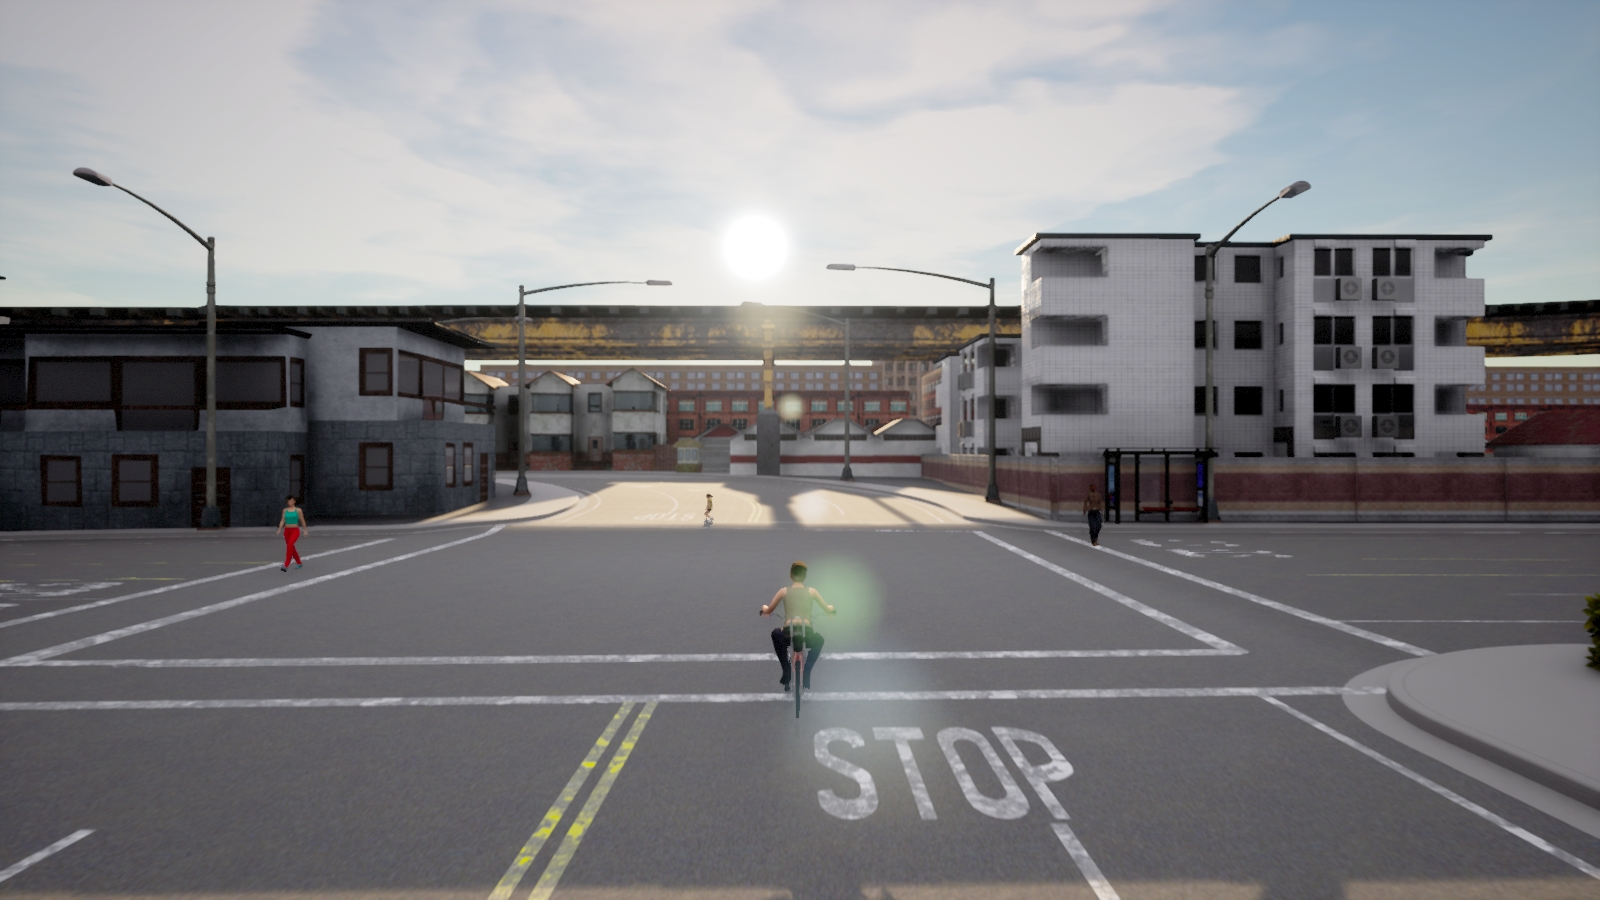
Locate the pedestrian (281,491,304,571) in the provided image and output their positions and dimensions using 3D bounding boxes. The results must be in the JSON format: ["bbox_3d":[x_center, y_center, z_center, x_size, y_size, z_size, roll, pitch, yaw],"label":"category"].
[{"bbox_3d":[-11.867,1.887,26.734,0.375,1.860,0.375,0,0,0],"label":"pedestrian"}]

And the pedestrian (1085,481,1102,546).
[{"bbox_3d":[8.485,1.831,33.063,0.375,1.860,0.375,0,0,-1],"label":"pedestrian"}]

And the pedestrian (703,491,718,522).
[{"bbox_3d":[-3.302,2.072,42.044,0.500,1.100,0.500,0,0,2],"label":"pedestrian"}]

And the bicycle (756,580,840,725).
[{"bbox_3d":[-0.019,2.142,12.359,0.859,1.301,1.487,0,0,0],"label":"bicycle"}]
